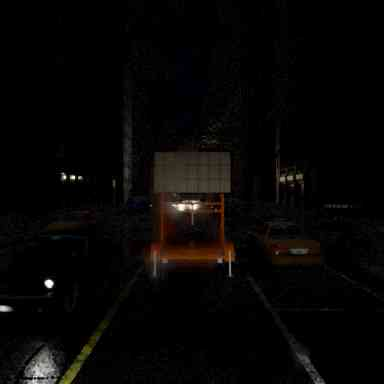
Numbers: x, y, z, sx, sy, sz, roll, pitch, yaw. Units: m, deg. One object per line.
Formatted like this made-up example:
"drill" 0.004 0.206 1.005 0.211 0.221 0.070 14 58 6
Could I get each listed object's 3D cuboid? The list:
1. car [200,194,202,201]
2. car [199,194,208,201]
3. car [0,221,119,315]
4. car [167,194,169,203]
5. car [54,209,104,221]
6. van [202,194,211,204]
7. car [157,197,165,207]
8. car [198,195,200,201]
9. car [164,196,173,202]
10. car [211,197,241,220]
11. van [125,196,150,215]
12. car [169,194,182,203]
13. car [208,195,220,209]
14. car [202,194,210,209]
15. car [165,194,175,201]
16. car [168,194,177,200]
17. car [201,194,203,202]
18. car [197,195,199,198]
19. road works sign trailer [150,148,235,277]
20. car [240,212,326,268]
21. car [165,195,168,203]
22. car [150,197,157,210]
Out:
"car" 2.953 1.479 61.638 1.967 1.590 4.097 0 0 0
"car" 2.994 1.434 89.836 2.192 1.841 5.009 0 0 0
"car" -3.088 1.598 7.654 1.895 1.301 4.718 0 0 0
"car" -5.564 1.632 67.303 1.802 1.307 4.206 0 0 0
"car" -5.642 1.519 16.344 1.752 1.417 4.829 0 0 1
"van" 2.961 1.391 67.278 1.690 1.788 3.998 0 0 0
"car" -5.590 1.458 50.386 1.967 1.590 4.097 0 0 0
"car" 2.977 1.658 78.557 1.802 1.307 4.206 0 0 0
"car" -5.548 1.601 78.410 1.752 1.417 4.829 0 0 0
"car" 2.901 1.431 27.802 1.967 1.590 4.097 0 0 0
"van" -5.615 1.335 33.469 1.690 1.788 3.998 0 0 0
"car" -2.899 1.539 66.248 2.128 1.511 4.902 0 0 0
"car" 2.910 1.434 33.440 1.967 1.590 4.097 0 0 0
"car" 2.927 1.323 44.720 2.192 1.841 5.009 0 0 0
"car" -5.540 1.411 84.218 2.192 1.841 5.009 0 0 0
"car" -5.523 1.461 95.471 2.192 1.841 5.009 0 0 0
"car" 2.935 1.333 50.359 2.192 1.841 5.009 0 0 0
"car" 2.985 1.662 84.195 1.947 1.339 4.313 0 0 0
"road works sign trailer" 0.016 0.461 10.200 2.380 3.560 2.880 0 0 0
"car" 2.884 1.521 11.086 1.752 1.417 4.829 0 0 1
"car" -5.582 1.573 56.024 1.887 1.381 4.507 0 0 0
"car" -5.607 1.565 39.107 1.947 1.339 4.313 0 0 0
